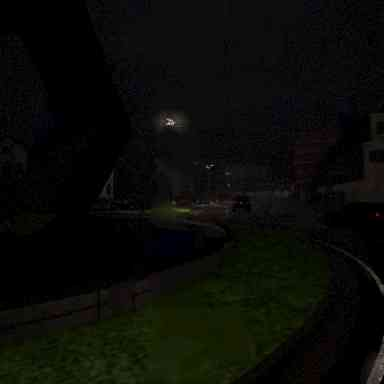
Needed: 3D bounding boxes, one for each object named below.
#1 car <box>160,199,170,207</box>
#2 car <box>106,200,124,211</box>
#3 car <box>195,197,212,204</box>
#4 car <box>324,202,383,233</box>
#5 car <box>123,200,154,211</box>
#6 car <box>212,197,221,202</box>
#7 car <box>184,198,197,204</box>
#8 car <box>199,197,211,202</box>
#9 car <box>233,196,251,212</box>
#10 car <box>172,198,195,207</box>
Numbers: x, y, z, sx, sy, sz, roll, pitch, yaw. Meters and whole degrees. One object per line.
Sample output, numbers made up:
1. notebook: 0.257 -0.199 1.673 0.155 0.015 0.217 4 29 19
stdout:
1. car: -4.376 2.007 63.226 2.033 1.411 5.357 -1 0 16
2. car: -10.250 1.887 47.623 2.128 1.511 4.902 0 0 28
3. car: 2.539 1.992 75.111 1.837 1.490 4.892 -1 0 15
4. car: 10.311 1.422 20.499 2.097 1.767 4.553 0 0 -19
5. car: -7.033 1.889 46.285 1.812 1.442 4.674 0 -1 28
6. car: 6.509 2.047 89.587 1.837 1.490 4.892 -1 0 15
7. car: -0.335 2.125 77.863 1.895 1.301 4.718 -1 0 15
8. car: 3.688 2.061 92.536 2.128 1.511 4.902 -1 0 15
9. car: 6.492 1.471 43.250 2.150 2.045 5.566 -1 0 10
10. car: -1.522 1.947 60.524 1.812 1.442 4.674 0 0 16
